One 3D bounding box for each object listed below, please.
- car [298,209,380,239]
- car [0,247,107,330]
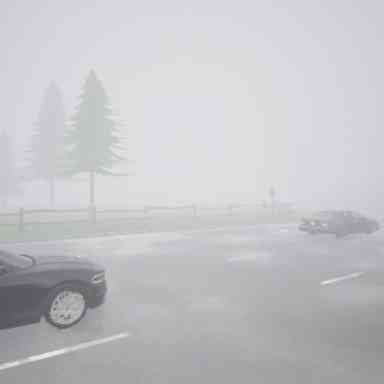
[{"bbox_3d":[8.077,1.656,18.108,5.357,1.411,2.033,0,0,-36],"label":"car"},{"bbox_3d":[-3.881,1.476,5.279,5.008,1.535,1.882,0,0,-35],"label":"car"}]
